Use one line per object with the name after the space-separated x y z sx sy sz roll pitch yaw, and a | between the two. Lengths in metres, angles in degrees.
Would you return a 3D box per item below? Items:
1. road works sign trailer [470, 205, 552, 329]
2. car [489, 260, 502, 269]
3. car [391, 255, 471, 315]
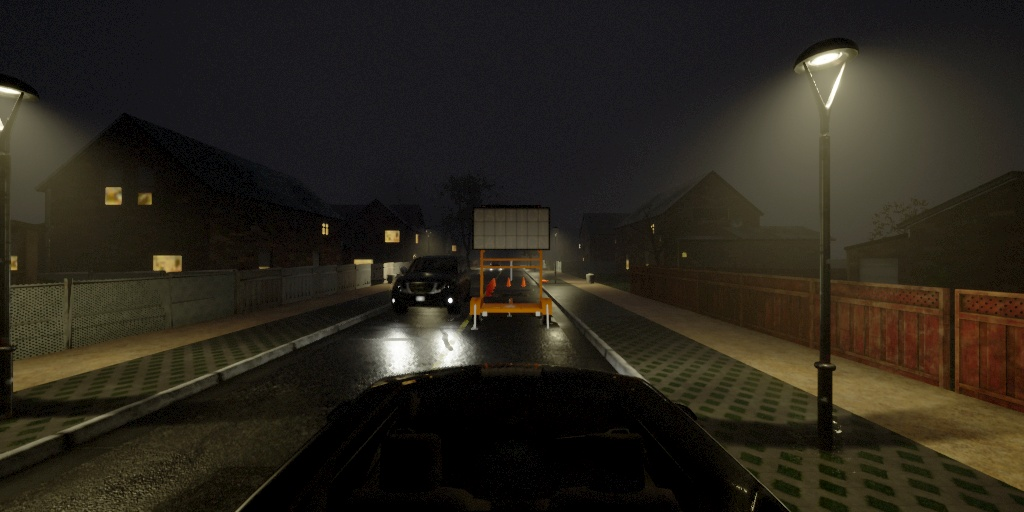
-0.021 0.222 11.198 2.380 3.560 2.880 0 0 0 | road works sign trailer
-2.898 1.386 64.457 2.097 1.767 4.553 0 0 0 | car
-2.878 0.985 13.997 2.150 2.045 5.566 0 0 0 | car
